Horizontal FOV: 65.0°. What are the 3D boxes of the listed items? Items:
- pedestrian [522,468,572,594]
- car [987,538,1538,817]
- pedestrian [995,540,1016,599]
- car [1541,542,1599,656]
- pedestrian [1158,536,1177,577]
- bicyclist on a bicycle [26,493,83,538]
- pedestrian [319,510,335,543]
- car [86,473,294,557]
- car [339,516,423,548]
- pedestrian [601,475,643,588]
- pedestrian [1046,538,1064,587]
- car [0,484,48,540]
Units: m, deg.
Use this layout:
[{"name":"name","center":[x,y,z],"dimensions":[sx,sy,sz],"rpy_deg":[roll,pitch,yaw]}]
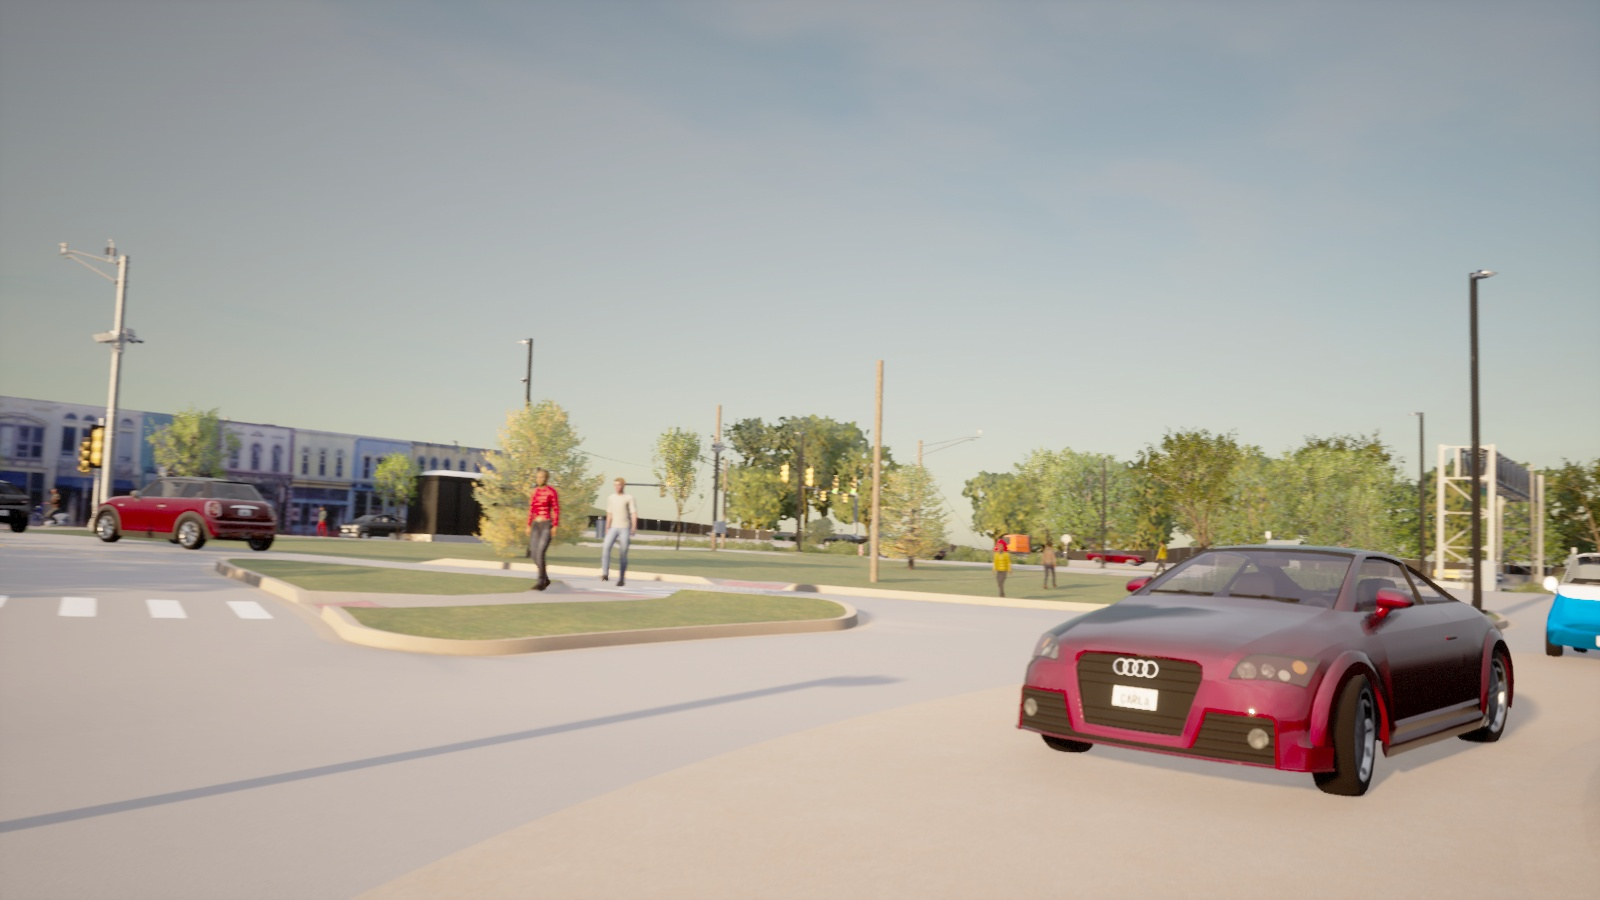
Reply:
[{"name":"pedestrian","center":[-3.780,1.208,18.784],"dimensions":[0.331,1.846,0.636],"rpy_deg":[-1,-5,27]},{"name":"car","center":[3.351,1.320,8.645],"dimensions":[1.994,1.385,4.181],"rpy_deg":[-3,-5,45]},{"name":"pedestrian","center":[6.565,3.807,40.034],"dimensions":[0.431,1.840,0.709],"rpy_deg":[-1,-5,29]},{"name":"car","center":[10.639,1.949,16.407],"dimensions":[1.481,1.376,2.207],"rpy_deg":[0,-4,34]},{"name":"pedestrian","center":[16.759,4.870,57.280],"dimensions":[0.709,1.840,0.431],"rpy_deg":[-3,-6,41]},{"name":"bicyclist on a bicycle","center":[-31.262,2.767,52.673],"dimensions":[0.659,1.776,1.843],"rpy_deg":[-2,-6,36]},{"name":"pedestrian","center":[-26.190,4.235,69.507],"dimensions":[0.353,1.847,0.614],"rpy_deg":[-3,-6,40]},{"name":"car","center":[-14.666,1.563,30.167],"dimensions":[4.553,1.767,2.097],"rpy_deg":[1,-4,28]},{"name":"car","center":[-21.840,4.299,65.565],"dimensions":[1.789,1.549,3.705],"rpy_deg":[-2,-6,36]},{"name":"pedestrian","center":[-2.963,1.360,20.945],"dimensions":[0.354,1.836,0.706],"rpy_deg":[0,-5,18]},{"name":"pedestrian","center":[9.586,4.243,47.218],"dimensions":[0.328,1.805,0.869],"rpy_deg":[-2,-6,37]},{"name":"car","center":[-23.069,1.700,35.007],"dimensions":[4.193,1.474,1.816],"rpy_deg":[-1,-5,32]}]
